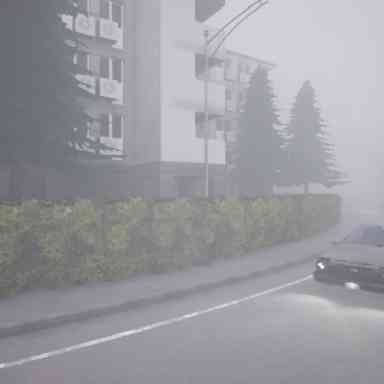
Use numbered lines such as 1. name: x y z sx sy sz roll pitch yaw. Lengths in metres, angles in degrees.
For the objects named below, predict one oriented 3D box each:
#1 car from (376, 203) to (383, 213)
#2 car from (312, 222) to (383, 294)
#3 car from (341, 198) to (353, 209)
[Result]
1. car: 20.341 1.505 33.348 1.837 1.490 4.892 0 0 3
2. car: 5.135 1.548 8.788 2.033 1.411 5.357 0 0 44
3. car: 19.002 1.491 44.034 2.128 1.511 4.902 0 0 -17
